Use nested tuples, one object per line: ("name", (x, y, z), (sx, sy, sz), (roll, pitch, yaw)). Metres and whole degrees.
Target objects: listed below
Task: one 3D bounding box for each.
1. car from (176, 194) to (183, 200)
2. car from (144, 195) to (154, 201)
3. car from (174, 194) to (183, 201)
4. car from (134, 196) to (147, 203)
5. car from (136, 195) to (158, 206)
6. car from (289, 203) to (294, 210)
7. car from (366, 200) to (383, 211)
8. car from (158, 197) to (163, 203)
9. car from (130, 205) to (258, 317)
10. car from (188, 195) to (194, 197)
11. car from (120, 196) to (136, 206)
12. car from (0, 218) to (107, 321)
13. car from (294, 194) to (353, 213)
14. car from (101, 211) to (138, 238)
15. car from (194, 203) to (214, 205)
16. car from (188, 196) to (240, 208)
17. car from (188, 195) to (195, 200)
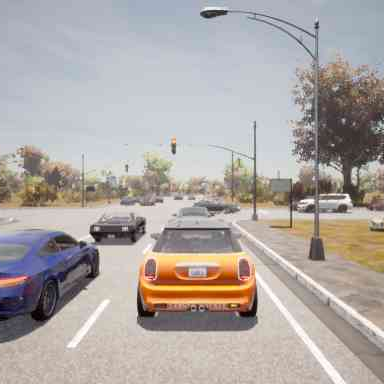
("car", (-3.571, 1.374, 95.005), (1.812, 1.442, 4.674), (0, 0, 1))
("car", (-10.599, 1.552, 82.407), (1.994, 1.385, 4.181), (0, 0, 0))
("car", (-3.599, 1.492, 84.597), (1.837, 1.490, 4.892), (0, 0, 0))
("car", (-10.584, 1.563, 68.580), (1.994, 1.385, 4.181), (0, 0, 0))
("car", (-7.156, 1.353, 53.551), (2.097, 1.767, 4.553), (0, 0, 0))
("car", (14.037, 1.504, 39.631), (4.892, 1.490, 1.837), (0, 0, 3))
("car", (22.927, 1.555, 39.159), (4.181, 1.385, 1.994), (0, 0, 3))
("car", (-7.085, 1.601, 69.256), (1.895, 1.301, 4.718), (0, 0, 0))
("car", (0.091, 1.352, 7.629), (2.097, 1.767, 4.553), (0, 0, 0))
("car", (-0.099, 1.552, 84.730), (1.994, 1.385, 4.181), (0, 0, 0))
("car", (-10.654, 1.504, 55.154), (1.837, 1.490, 4.892), (0, 0, 0))
("car", (-3.409, 1.526, 7.161), (1.812, 1.442, 4.674), (0, 0, 0))
("car", (14.422, 1.221, 36.103), (5.566, 2.045, 2.150), (0, 0, 3))
("car", (-3.420, 1.601, 16.319), (1.895, 1.301, 4.718), (0, 0, 0))
("car", (0.079, 1.505, 16.587), (1.837, 1.490, 4.892), (0, 0, 0))
("car", (2.456, 1.491, 34.066), (4.902, 1.511, 2.128), (0, 0, 24))
("car", (-0.073, 1.595, 94.768), (1.895, 1.301, 4.718), (0, 0, 1))
